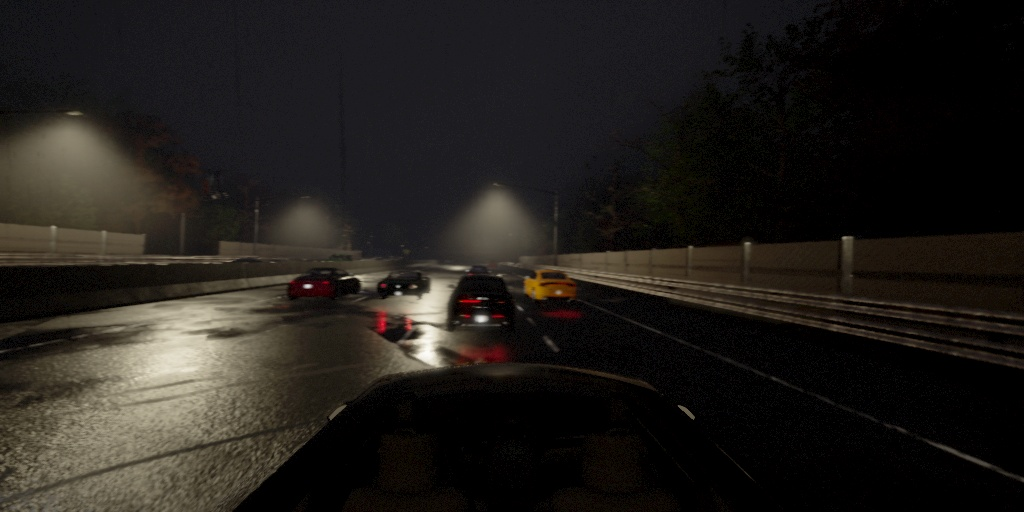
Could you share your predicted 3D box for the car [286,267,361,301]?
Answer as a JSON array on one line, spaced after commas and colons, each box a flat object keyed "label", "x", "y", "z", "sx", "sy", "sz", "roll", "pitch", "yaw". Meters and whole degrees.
[{"label": "car", "x": -8.530, "y": 1.220, "z": 16.654, "sx": 1.994, "sy": 1.385, "sz": 4.181, "roll": 2, "pitch": -1, "yaw": -6}]

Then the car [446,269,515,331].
[{"label": "car", "x": -0.978, "y": 1.324, "z": 11.250, "sx": 1.837, "sy": 1.490, "sz": 4.892, "roll": 2, "pitch": -1, "yaw": -6}]

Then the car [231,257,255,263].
[{"label": "car", "x": -32.429, "y": 0.815, "z": 44.022, "sx": 1.994, "sy": 1.385, "sz": 4.181, "roll": 2, "pitch": -1, "yaw": -5}]

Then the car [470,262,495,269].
[{"label": "car", "x": -2.774, "y": 1.507, "z": 29.738, "sx": 2.033, "sy": 1.411, "sz": 5.357, "roll": 2, "pitch": -1, "yaw": -6}]

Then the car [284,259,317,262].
[{"label": "car", "x": -25.424, "y": 1.057, "z": 44.148, "sx": 1.895, "sy": 1.301, "sz": 4.718, "roll": 2, "pitch": -1, "yaw": -5}]

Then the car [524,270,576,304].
[{"label": "car", "x": 1.785, "y": 1.447, "z": 17.977, "sx": 1.882, "sy": 1.535, "sz": 5.008, "roll": 2, "pitch": -1, "yaw": -6}]

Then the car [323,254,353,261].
[{"label": "car", "x": -22.027, "y": 0.791, "z": 45.553, "sx": 2.150, "sy": 2.045, "sz": 5.566, "roll": 2, "pitch": -1, "yaw": -5}]

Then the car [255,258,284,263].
[{"label": "car", "x": -28.940, "y": 0.956, "z": 44.232, "sx": 1.895, "sy": 1.301, "sz": 4.718, "roll": 2, "pitch": -1, "yaw": -5}]

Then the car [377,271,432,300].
[{"label": "car", "x": -5.124, "y": 1.367, "z": 17.763, "sx": 1.895, "sy": 1.301, "sz": 4.718, "roll": 2, "pitch": -1, "yaw": -6}]
